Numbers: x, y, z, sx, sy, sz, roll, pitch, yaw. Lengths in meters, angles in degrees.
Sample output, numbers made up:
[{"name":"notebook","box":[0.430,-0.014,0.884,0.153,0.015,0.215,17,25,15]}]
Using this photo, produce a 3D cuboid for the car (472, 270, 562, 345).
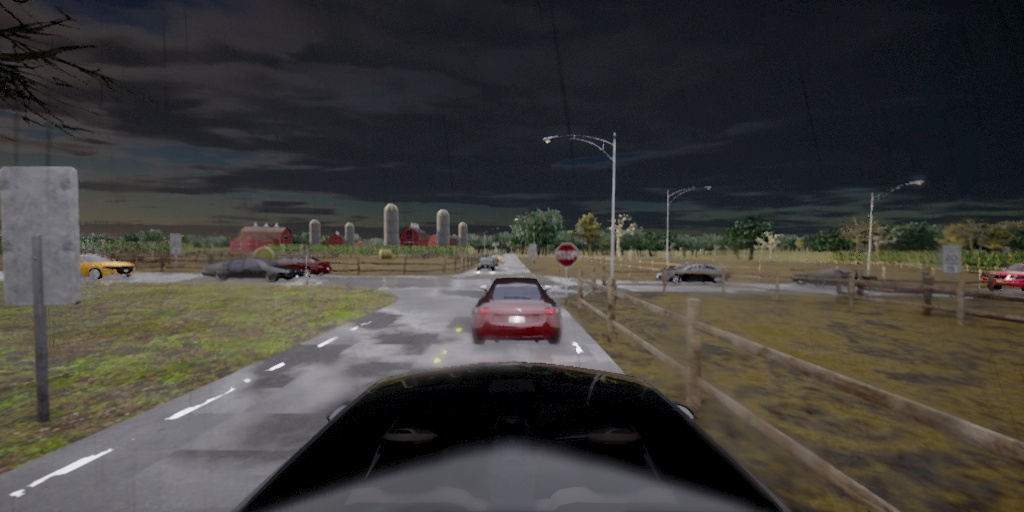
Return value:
[{"name":"car","box":[0.099,1.230,9.265,1.994,1.385,4.181,0,1,0]}]

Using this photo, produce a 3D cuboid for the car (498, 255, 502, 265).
[{"name":"car","box":[-2.832,0.682,49.792,2.128,1.511,4.902,0,1,0]}]

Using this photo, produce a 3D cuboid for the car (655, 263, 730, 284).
[{"name":"car","box":[12.756,1.232,25.419,4.902,1.511,2.128,1,1,0]}]

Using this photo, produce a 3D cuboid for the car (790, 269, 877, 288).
[{"name":"car","box":[22.720,1.556,25.483,4.718,1.301,1.895,1,1,0]}]

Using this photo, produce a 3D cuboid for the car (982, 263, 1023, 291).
[{"name":"car","box":[37.324,1.528,25.555,5.566,2.045,2.150,2,1,-1]}]

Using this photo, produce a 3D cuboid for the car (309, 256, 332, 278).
[{"name":"car","box":[-15.402,0.700,25.230,5.008,1.535,1.882,1,1,1]}]

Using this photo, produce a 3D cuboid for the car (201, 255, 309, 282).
[{"name":"car","box":[-16.022,0.836,22.299,5.357,1.411,2.033,1,1,0]}]

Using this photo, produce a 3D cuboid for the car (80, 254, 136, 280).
[{"name":"car","box":[-26.442,0.598,22.237,5.008,1.535,1.882,1,1,0]}]

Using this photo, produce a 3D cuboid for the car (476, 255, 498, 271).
[{"name":"car","box":[-2.800,0.820,39.627,1.837,1.490,4.892,0,1,-1]}]
